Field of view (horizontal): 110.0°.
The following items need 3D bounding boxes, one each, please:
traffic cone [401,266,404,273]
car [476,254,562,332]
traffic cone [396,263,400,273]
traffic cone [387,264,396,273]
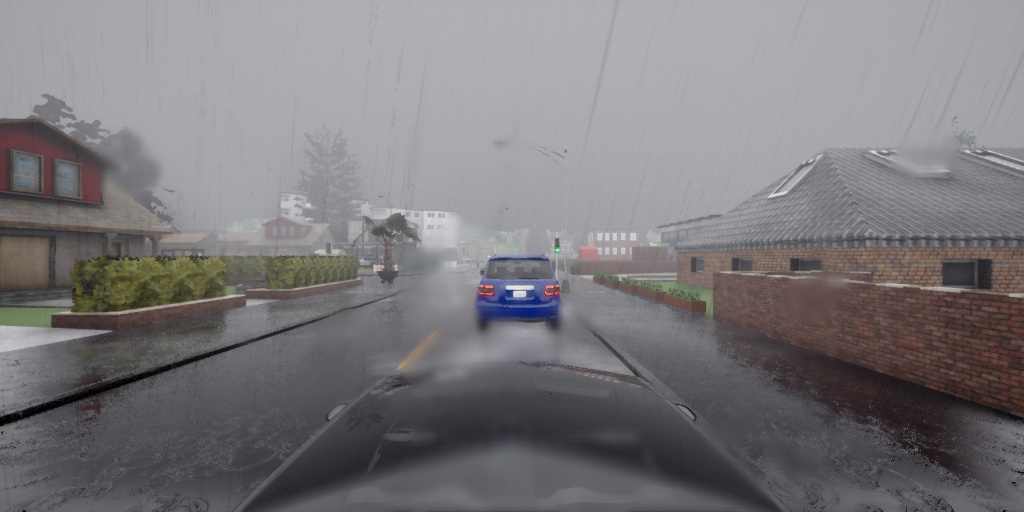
[{"bbox_3d":[-14.066,1.582,47.434,0.344,0.586,0.344,0,0,0],"label":"traffic cone"},{"bbox_3d":[0.181,0.972,10.962,2.150,2.045,5.566,0,0,0],"label":"car"},{"bbox_3d":[-15.073,1.558,46.401,0.344,0.586,0.344,0,0,0],"label":"traffic cone"},{"bbox_3d":[-15.438,1.561,45.834,0.344,0.586,0.344,0,0,0],"label":"traffic cone"}]
